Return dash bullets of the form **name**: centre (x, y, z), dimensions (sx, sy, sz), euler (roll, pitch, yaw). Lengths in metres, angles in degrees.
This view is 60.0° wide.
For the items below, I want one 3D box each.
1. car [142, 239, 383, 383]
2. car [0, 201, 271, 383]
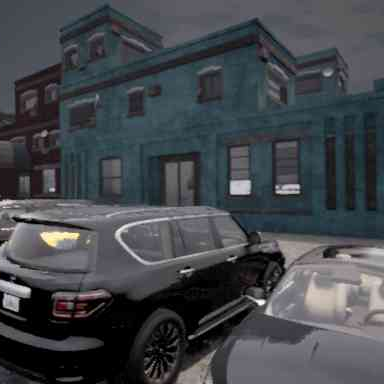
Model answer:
- **car**: centre (1.952, 1.482, 3.971), dimensions (2.231, 1.521, 4.892), euler (0, 0, 36)
- **car**: centre (-0.297, 1.234, 5.603), dimensions (2.435, 2.045, 5.566), euler (0, 0, 35)
